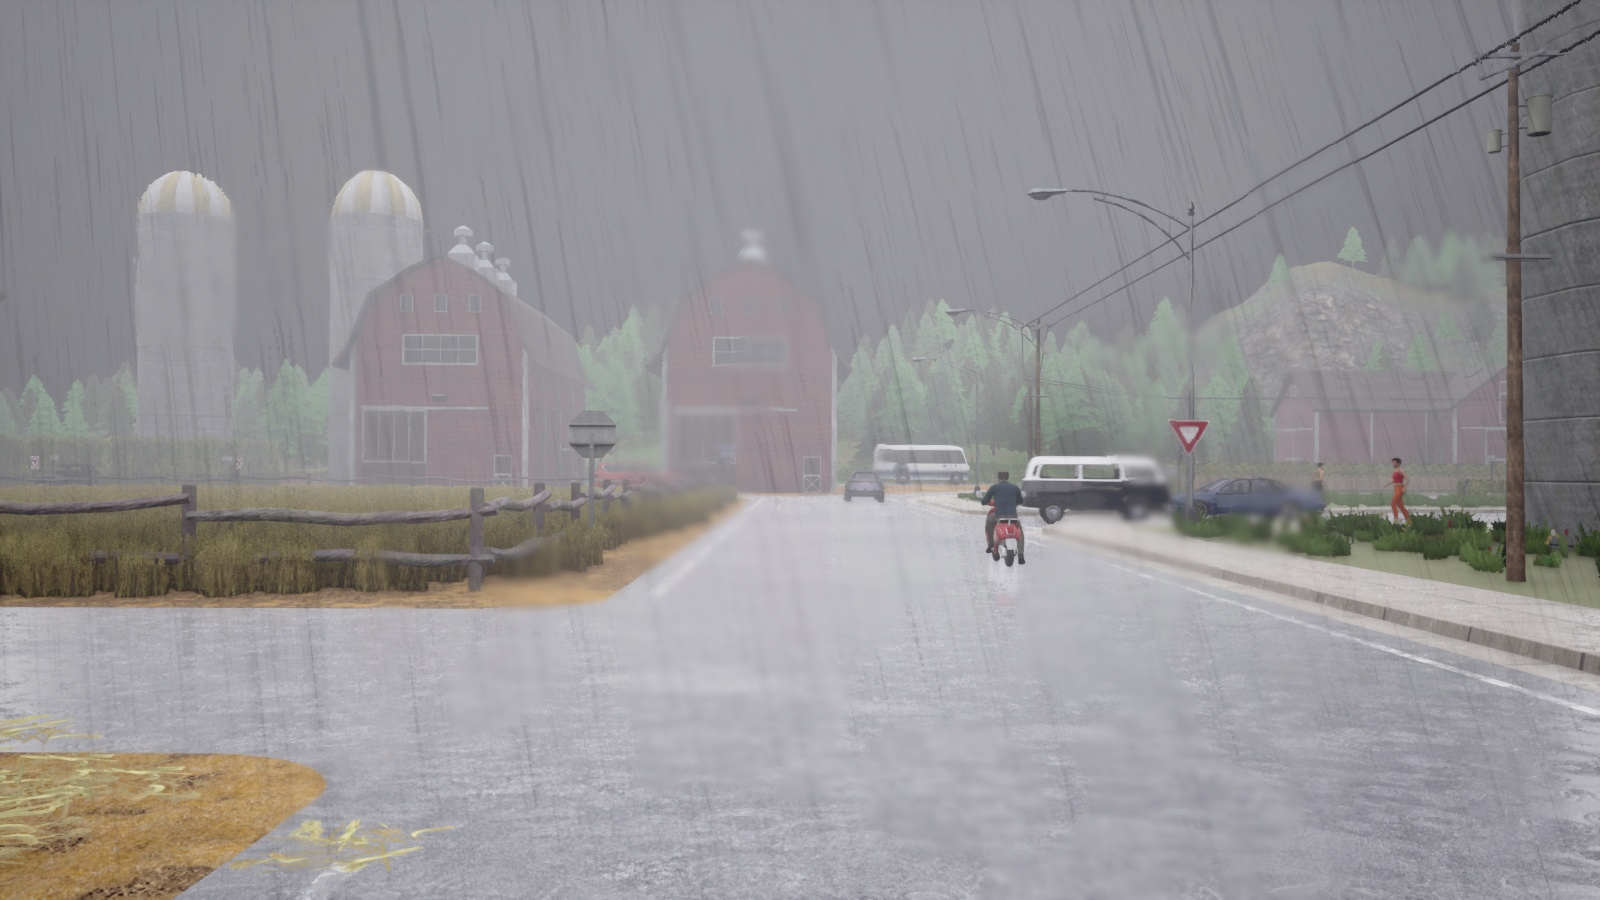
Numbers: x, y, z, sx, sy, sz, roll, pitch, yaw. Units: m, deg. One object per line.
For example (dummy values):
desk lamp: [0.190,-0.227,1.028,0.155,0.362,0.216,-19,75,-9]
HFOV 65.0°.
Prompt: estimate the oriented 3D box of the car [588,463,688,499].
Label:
car: [-9.502,1.809,73.865,5.566,2.045,2.150,0,-1,0]

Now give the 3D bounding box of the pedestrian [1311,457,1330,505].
pedestrian: [20.086,1.201,48.463,0.594,1.836,0.345,0,-1,-26]

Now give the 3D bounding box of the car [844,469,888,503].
car: [3.339,1.808,64.289,2.033,1.649,4.856,0,-1,1]

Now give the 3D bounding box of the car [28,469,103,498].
car: [-48.702,2.201,83.313,3.866,1.878,1.905,0,-1,1]

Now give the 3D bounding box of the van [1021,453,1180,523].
van: [8.996,1.137,37.941,4.480,2.038,2.069,0,-1,8]

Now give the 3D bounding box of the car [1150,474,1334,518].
car: [14.495,1.497,41.386,5.357,1.411,2.033,0,-1,-1]

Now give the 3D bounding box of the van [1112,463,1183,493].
van: [23.645,1.903,85.486,4.442,1.987,1.775,0,-1,7]

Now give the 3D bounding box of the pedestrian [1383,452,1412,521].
pedestrian: [15.965,0.968,33.549,0.594,1.836,0.345,0,-1,6]

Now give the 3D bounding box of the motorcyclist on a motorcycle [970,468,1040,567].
motorcyclist on a motorcycle: [3.442,1.110,21.231,0.866,1.590,1.817,0,-1,0]
